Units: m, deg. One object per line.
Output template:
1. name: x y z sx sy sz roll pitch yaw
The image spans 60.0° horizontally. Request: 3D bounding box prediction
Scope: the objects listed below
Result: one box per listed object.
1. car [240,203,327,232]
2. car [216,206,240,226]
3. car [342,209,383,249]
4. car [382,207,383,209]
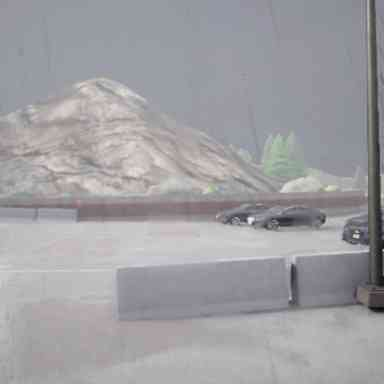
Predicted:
1. car: 5.752 1.504 20.146 4.902 1.511 2.128 0 0 -16
2. car: 4.069 1.545 23.312 4.892 1.490 1.837 1 -1 -16
3. car: 8.373 1.545 13.656 4.181 1.385 1.994 0 0 -17
4. car: 10.943 1.523 18.139 5.357 1.411 2.033 0 0 -21
